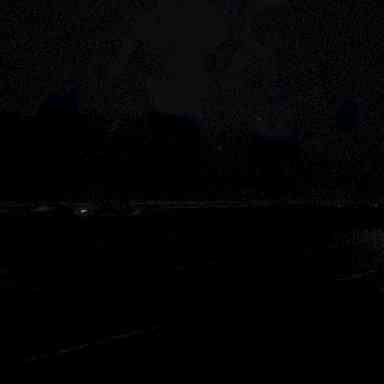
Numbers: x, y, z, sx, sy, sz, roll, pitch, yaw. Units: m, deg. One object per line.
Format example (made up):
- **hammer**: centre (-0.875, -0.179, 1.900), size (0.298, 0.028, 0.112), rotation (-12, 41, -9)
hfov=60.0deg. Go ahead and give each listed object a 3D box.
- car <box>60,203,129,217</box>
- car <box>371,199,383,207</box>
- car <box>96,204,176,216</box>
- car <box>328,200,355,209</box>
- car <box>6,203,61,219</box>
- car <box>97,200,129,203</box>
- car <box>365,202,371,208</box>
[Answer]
- **car**: centre (-5.876, 1.637, 21.296), size (4.181, 1.385, 1.994), rotation (1, 0, -35)
- **car**: centre (26.871, 1.727, 44.596), size (5.566, 2.045, 2.150), rotation (1, 0, -35)
- **car**: centre (-2.782, 1.613, 19.204), size (4.674, 1.442, 1.812), rotation (1, 0, -35)
- **car**: centre (22.579, 1.981, 50.119), size (5.008, 1.535, 1.882), rotation (0, 0, -35)
- **car**: centre (-11.421, 1.603, 25.940), size (5.357, 1.411, 2.033), rotation (1, 0, -35)
- **car**: centre (-6.575, 1.442, 25.095), size (4.553, 1.767, 2.097), rotation (1, 0, -35)
- **car**: centre (27.795, 1.893, 49.535), size (4.553, 1.767, 2.097), rotation (1, 0, -35)
